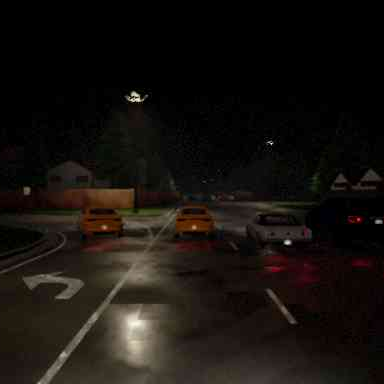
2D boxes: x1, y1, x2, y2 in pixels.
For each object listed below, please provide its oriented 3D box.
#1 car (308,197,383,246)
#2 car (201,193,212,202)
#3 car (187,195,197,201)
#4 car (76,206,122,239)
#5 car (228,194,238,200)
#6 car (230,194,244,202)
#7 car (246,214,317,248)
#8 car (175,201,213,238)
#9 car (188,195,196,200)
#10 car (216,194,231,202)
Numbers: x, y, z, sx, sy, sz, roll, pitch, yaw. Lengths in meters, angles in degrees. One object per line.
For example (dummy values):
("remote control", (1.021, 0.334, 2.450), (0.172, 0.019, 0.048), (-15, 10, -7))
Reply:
("car", (7.100, 1.222, 15.328), (2.150, 2.045, 5.566), (0, 0, 0))
("car", (3.512, 1.535, 75.260), (2.033, 1.411, 5.357), (0, 0, 0))
("car", (0.012, 1.520, 74.459), (2.128, 1.511, 4.902), (0, 0, 0))
("car", (-4.983, 1.480, 17.651), (1.882, 1.535, 5.008), (1, 0, -22))
("car", (10.514, 1.331, 84.878), (1.882, 1.535, 5.008), (0, 0, 0))
("car", (10.512, 1.533, 74.458), (2.033, 1.411, 5.357), (0, 0, 0))
("car", (3.599, 1.601, 14.707), (1.895, 1.301, 4.718), (0, 0, 0))
("car", (0.101, 1.479, 17.881), (1.882, 1.535, 5.008), (0, 0, 0))
("car", (0.014, 1.407, 84.879), (1.994, 1.385, 4.181), (0, 0, 0))
("car", (7.012, 1.590, 74.906), (1.895, 1.301, 4.718), (0, 0, 0))
